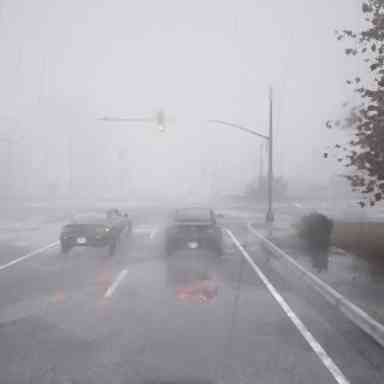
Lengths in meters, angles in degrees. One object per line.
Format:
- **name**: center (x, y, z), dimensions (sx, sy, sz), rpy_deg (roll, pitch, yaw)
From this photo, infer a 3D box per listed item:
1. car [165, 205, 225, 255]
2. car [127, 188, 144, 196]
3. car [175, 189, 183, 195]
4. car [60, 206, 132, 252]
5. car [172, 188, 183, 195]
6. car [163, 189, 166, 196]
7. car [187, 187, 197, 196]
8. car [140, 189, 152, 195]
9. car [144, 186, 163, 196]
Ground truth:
- **car**: center (0.125, 1.252, 12.207), dimensions (1.837, 1.490, 4.892), rpy_deg (0, 2, 2)
- **car**: center (-10.536, -0.030, 60.773), dimensions (1.994, 1.385, 4.181), rpy_deg (0, -1, 1)
- **car**: center (-3.504, 0.077, 88.960), dimensions (2.033, 1.411, 5.357), rpy_deg (0, -1, 0)
- **car**: center (-3.469, 1.260, 12.601), dimensions (1.812, 1.442, 4.674), rpy_deg (0, 2, -1)
- **car**: center (-3.504, -0.057, 78.908), dimensions (2.097, 1.767, 4.553), rpy_deg (0, -1, 0)
- **car**: center (-7.003, 0.067, 76.386), dimensions (1.837, 1.490, 4.892), rpy_deg (0, -1, 0)
- **car**: center (-0.004, -0.191, 78.553), dimensions (2.150, 2.045, 5.566), rpy_deg (0, -1, 0)
- **car**: center (-10.503, 0.096, 76.263), dimensions (2.033, 1.411, 5.357), rpy_deg (0, -1, 0)
- **car**: center (-7.038, -0.240, 60.942), dimensions (2.097, 1.767, 4.553), rpy_deg (0, -1, 0)
